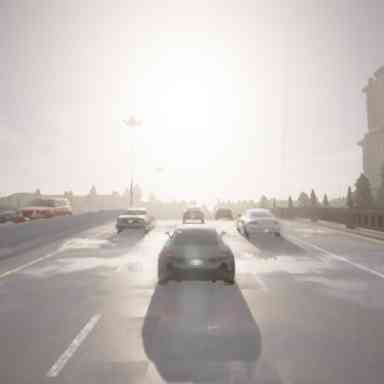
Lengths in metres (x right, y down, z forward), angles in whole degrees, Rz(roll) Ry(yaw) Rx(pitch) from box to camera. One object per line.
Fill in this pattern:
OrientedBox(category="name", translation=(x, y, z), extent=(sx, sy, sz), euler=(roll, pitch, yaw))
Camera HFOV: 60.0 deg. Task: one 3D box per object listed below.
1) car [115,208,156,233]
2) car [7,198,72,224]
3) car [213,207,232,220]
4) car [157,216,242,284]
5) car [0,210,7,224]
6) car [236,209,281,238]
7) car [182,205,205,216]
OrientedBox(category="car", translation=(-3.388, 1.700, 20.768), extent=(2.033, 1.411, 5.357), euler=(0, -1, 0))
OrientedBox(category="car", translation=(-10.529, 1.429, 23.973), extent=(2.150, 2.045, 5.566), euler=(0, -2, 1))
OrientedBox(category="car", translation=(3.625, 2.516, 39.496), extent=(1.882, 1.535, 5.008), euler=(0, -5, 0))
OrientedBox(category="car", translation=(0.105, 1.635, 9.809), extent=(1.994, 1.385, 4.181), euler=(0, 0, 0))
OrientedBox(category="car", translation=(-13.992, 1.826, 27.601), extent=(1.837, 1.490, 4.892), euler=(0, -3, 0))
OrientedBox(category="car", translation=(3.612, 1.659, 18.438), extent=(1.812, 1.442, 4.674), euler=(0, 0, 0))
OrientedBox(category="car", translation=(0.131, 1.898, 28.862), extent=(1.812, 1.442, 4.674), euler=(0, -2, 0))
